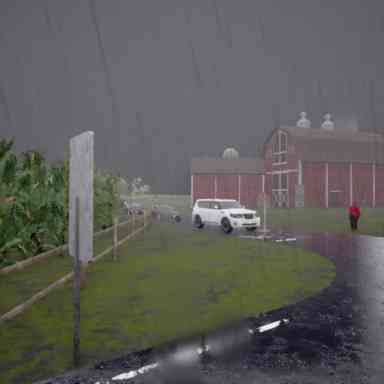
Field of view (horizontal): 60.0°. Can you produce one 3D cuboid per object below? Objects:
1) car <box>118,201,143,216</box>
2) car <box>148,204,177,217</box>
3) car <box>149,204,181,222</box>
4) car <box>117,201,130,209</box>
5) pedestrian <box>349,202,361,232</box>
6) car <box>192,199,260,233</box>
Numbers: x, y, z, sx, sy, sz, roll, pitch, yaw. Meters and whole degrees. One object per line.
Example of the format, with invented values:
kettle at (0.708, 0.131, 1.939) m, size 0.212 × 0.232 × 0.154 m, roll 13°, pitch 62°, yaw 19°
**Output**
car at (-7.076, 2.080, 39.762) m, size 1.837 × 1.490 × 4.892 m, roll 1°, pitch -1°, yaw -25°
car at (-3.540, 2.130, 39.091) m, size 1.994 × 1.385 × 4.181 m, roll 1°, pitch -1°, yaw -25°
car at (-2.642, 1.915, 30.672) m, size 1.837 × 1.490 × 4.892 m, roll 1°, pitch -1°, yaw -27°
car at (-13.197, 2.464, 63.840) m, size 1.882 × 1.535 × 5.008 m, roll 1°, pitch -1°, yaw -18°
pedestrian at (9.930, 1.489, 20.395) m, size 0.375 × 1.860 × 0.375 m, roll 0°, pitch 0°, yaw -32°
car at (2.059, 1.469, 22.078) m, size 2.150 × 2.045 × 5.566 m, roll 1°, pitch -1°, yaw -30°
